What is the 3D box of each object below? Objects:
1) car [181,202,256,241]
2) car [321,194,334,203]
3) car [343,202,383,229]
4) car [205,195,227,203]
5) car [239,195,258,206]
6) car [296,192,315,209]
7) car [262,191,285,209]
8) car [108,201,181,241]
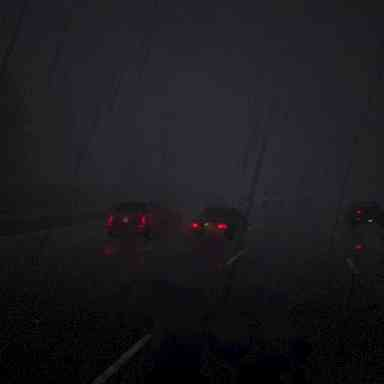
[{"bbox_3d":[1.494,1.412,16.035,2.033,1.411,5.357,0,0,20],"label":"car"},{"bbox_3d":[23.229,1.046,57.049,2.128,1.511,4.902,0,1,19],"label":"car"},{"bbox_3d":[10.405,1.335,20.197,2.128,1.511,4.902,0,0,20],"label":"car"},{"bbox_3d":[3.023,1.160,41.470,1.837,1.490,4.892,0,1,20],"label":"car"},{"bbox_3d":[7.269,1.153,43.042,1.837,1.490,4.892,0,1,20],"label":"car"},{"bbox_3d":[13.801,1.029,40.520,2.097,1.767,4.553,0,0,20],"label":"car"},{"bbox_3d":[9.515,0.909,38.865,2.150,2.045,5.566,0,1,20],"label":"car"},{"bbox_3d":[-2.122,1.210,16.305,2.097,1.767,4.553,0,1,20],"label":"car"}]
